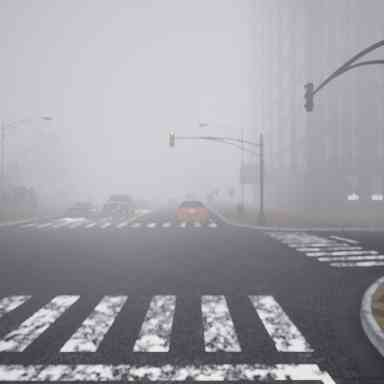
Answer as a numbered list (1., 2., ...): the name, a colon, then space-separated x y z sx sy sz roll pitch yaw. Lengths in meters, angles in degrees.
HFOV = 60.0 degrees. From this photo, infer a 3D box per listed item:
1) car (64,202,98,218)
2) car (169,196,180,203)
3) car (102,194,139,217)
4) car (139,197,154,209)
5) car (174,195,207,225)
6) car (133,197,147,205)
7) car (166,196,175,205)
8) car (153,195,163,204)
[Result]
1. car: -9.976 1.567 30.096 1.994 1.385 4.181 0 0 0
2. car: -3.554 1.547 69.685 2.033 1.411 5.357 0 0 0
3. car: -6.731 1.222 31.177 2.150 2.045 5.566 0 1 0
4. car: -6.789 1.634 45.370 1.895 1.301 4.718 0 0 0
5. car: -0.003 1.352 24.354 2.097 1.767 4.553 0 0 0
6. car: -10.032 1.681 64.554 1.994 1.385 4.181 0 0 0
7. car: -3.509 1.612 59.681 1.812 1.442 4.674 0 0 0
8. car: -6.781 1.459 64.568 2.097 1.767 4.553 0 0 0
